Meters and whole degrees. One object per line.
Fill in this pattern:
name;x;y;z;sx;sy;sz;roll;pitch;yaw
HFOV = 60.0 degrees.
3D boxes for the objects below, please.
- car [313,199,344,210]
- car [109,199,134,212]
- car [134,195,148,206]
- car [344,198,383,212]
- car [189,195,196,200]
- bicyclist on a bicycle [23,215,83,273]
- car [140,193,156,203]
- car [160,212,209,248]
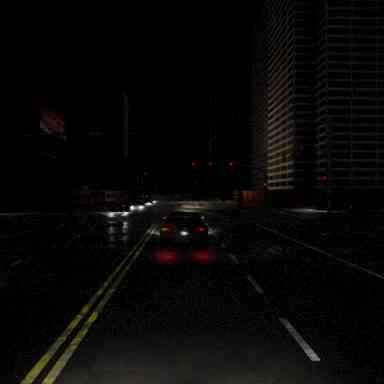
car;18.310;1.547;42.161;5.357;1.411;2.033;0;0;-2
car;-8.416;1.526;39.256;1.812;1.442;4.674;0;0;-2
car;-8.970;1.601;55.290;1.895;1.301;4.718;0;0;-2
car;20.965;1.492;38.763;4.902;1.511;2.128;0;0;-2
car;0.243;1.525;94.655;2.128;1.511;4.902;0;0;-2
bicyclist on a bicycle;-3.902;1.455;9.304;1.656;1.620;0.582;-2;0;-2
car;-9.369;1.525;69.179;2.128;1.511;4.902;0;0;-2
car;-0.362;1.564;14.756;1.994;1.385;4.181;0;0;-2
